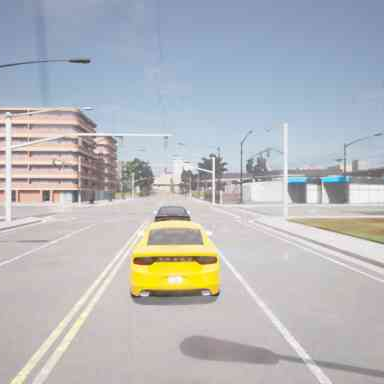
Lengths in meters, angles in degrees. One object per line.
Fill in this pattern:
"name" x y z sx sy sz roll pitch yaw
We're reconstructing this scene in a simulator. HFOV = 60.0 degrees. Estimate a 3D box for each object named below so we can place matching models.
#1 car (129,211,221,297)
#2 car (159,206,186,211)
"car" -0.441 1.478 8.630 1.882 1.535 5.008 0 0 -3
"car" -1.076 1.478 18.190 1.882 1.535 5.008 0 0 -4
